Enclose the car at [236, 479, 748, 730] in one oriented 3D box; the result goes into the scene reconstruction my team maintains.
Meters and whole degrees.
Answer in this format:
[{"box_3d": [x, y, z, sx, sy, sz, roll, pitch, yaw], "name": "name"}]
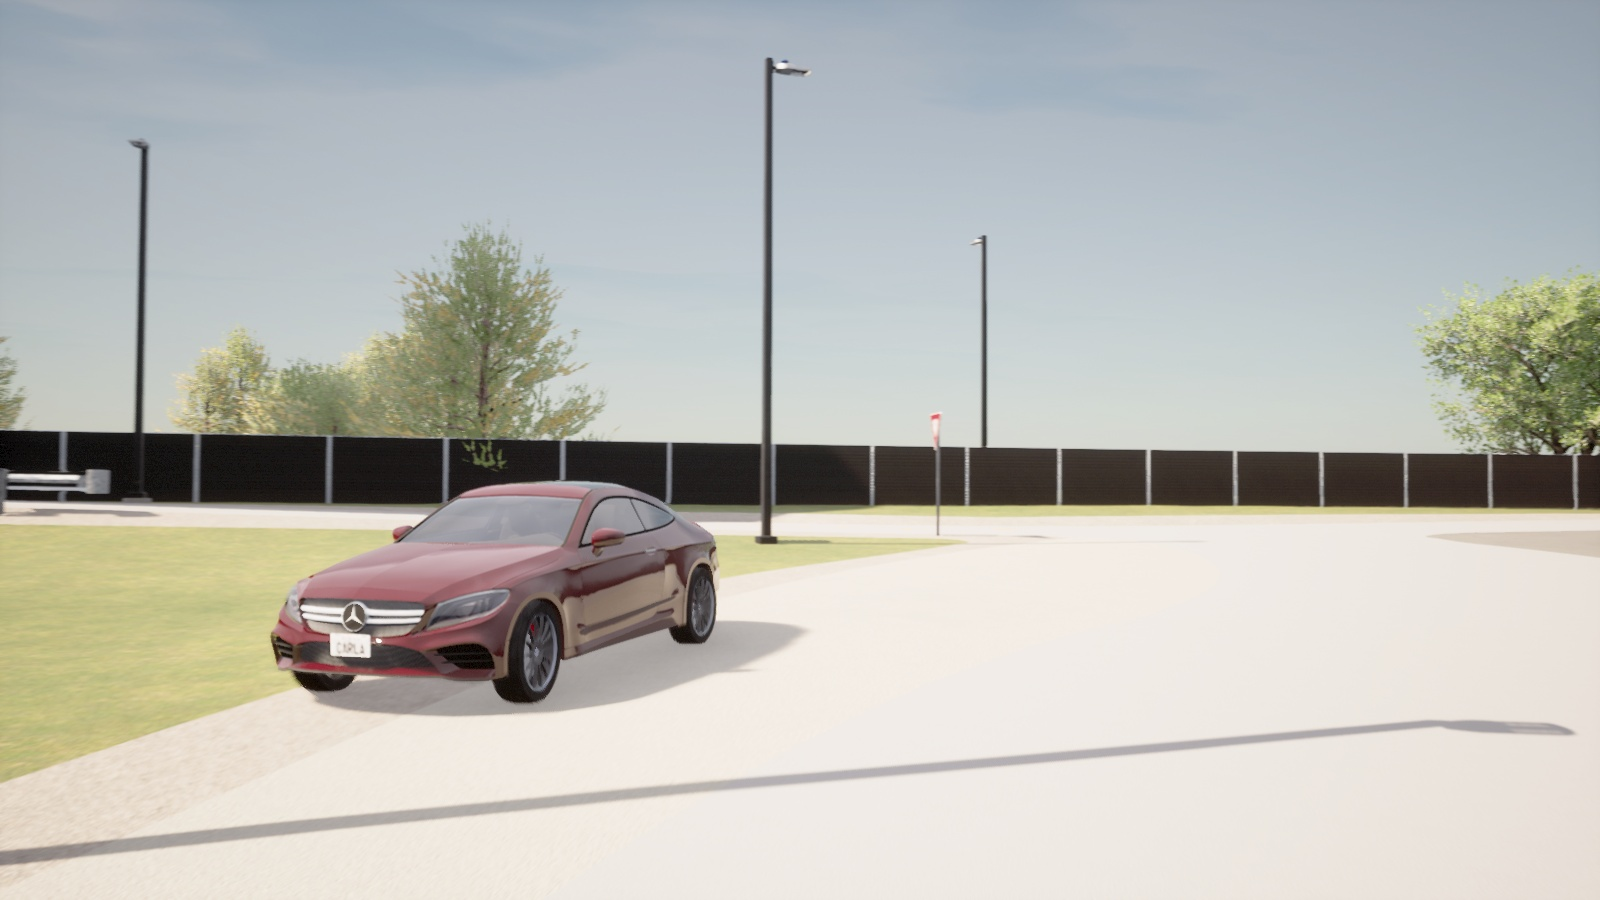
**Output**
[{"box_3d": [-2.096, 1.003, 10.149, 1.812, 1.442, 4.674, -1, 0, 18], "name": "car"}]
